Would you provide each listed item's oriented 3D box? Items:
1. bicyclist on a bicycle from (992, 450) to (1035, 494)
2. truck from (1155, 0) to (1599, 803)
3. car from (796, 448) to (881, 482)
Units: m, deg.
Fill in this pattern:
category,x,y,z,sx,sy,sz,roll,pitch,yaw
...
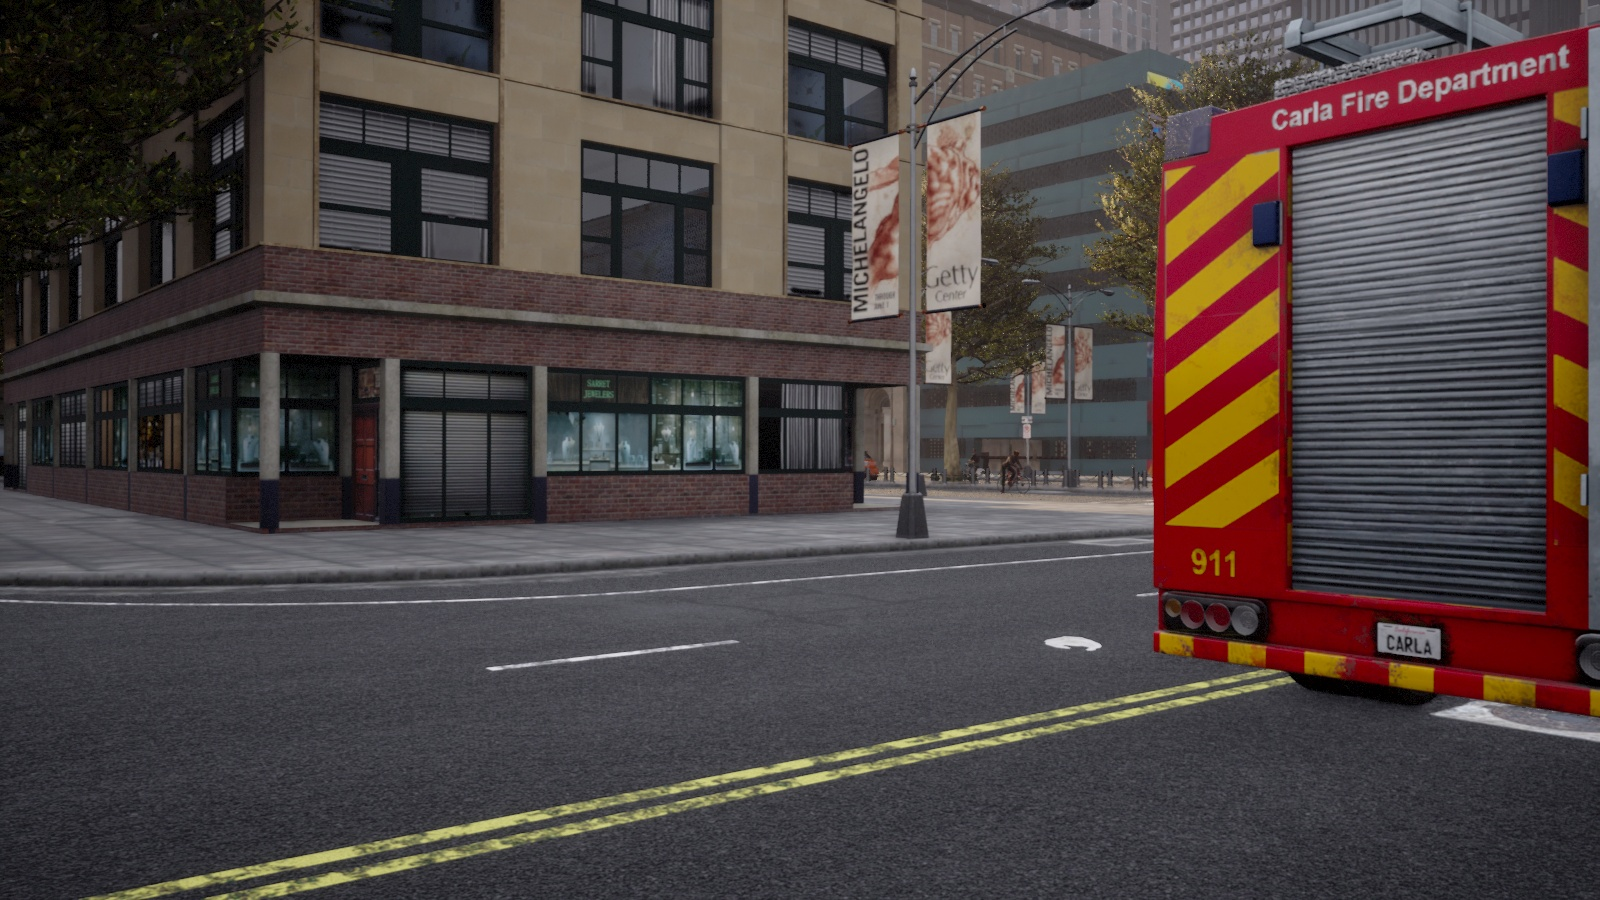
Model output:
category,x,y,z,sx,sy,sz,roll,pitch,yaw
bicyclist on a bicycle,8.074,0.817,47.531,0.582,1.620,1.656,0,0,-39
truck,6.213,-0.408,8.606,8.468,3.827,2.891,0,0,-39
car,2.026,0.789,67.619,2.097,1.767,4.553,0,0,-39
